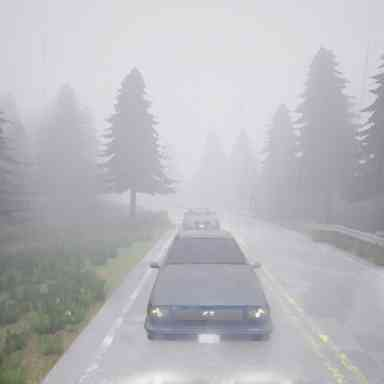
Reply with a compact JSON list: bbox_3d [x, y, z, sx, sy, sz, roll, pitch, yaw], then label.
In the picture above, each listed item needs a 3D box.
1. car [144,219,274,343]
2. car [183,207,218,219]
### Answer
[{"bbox_3d":[0.271,1.557,7.076,2.033,1.411,5.357,0,0,1],"label":"car"},{"bbox_3d":[0.447,1.584,19.161,1.994,1.385,4.181,0,0,-2],"label":"car"}]
